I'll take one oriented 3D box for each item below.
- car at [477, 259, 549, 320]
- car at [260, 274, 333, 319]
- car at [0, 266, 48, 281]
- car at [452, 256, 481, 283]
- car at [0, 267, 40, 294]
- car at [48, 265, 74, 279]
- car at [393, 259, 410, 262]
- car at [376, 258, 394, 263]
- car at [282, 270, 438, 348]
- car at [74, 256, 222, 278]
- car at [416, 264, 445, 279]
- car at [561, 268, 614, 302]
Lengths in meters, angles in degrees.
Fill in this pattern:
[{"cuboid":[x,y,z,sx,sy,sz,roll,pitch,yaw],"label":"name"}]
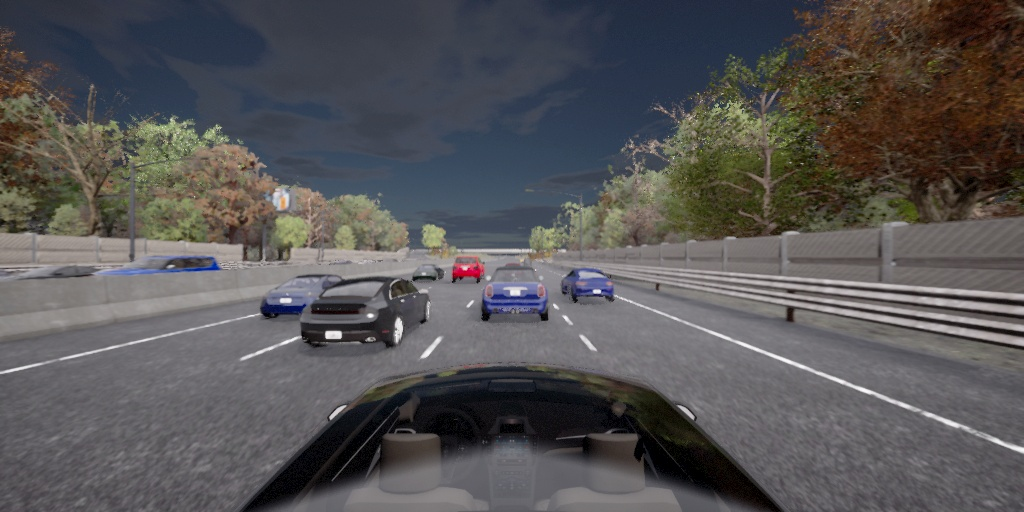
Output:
[{"cuboid":[0.097,1.120,12.858,2.097,1.767,4.553,0,0,0],"label":"car"},{"cuboid":[-6.898,1.331,12.936,1.994,1.385,4.181,0,0,0],"label":"car"},{"cuboid":[-24.601,1.255,19.393,1.882,1.535,5.008,0,0,0],"label":"car"},{"cuboid":[-3.405,1.016,28.643,2.150,2.045,5.566,0,0,0],"label":"car"},{"cuboid":[-28.100,1.340,18.497,1.994,1.385,4.181,0,0,0],"label":"car"},{"cuboid":[-21.109,1.303,19.434,1.812,1.442,4.674,0,0,0],"label":"car"},{"cuboid":[-17.547,1.420,59.329,1.994,1.385,4.181,0,0,1],"label":"car"},{"cuboid":[-21.029,1.215,61.628,2.097,1.767,4.553,0,0,0],"label":"car"},{"cuboid":[-3.402,1.267,9.257,1.837,1.490,4.892,0,0,0],"label":"car"},{"cuboid":[-17.602,0.997,18.173,2.150,2.045,5.566,0,0,0],"label":"car"},{"cuboid":[-6.900,1.361,30.055,1.994,1.385,4.181,0,0,0],"label":"car"},{"cuboid":[3.498,1.300,17.053,1.812,1.442,4.674,0,0,0],"label":"car"}]
